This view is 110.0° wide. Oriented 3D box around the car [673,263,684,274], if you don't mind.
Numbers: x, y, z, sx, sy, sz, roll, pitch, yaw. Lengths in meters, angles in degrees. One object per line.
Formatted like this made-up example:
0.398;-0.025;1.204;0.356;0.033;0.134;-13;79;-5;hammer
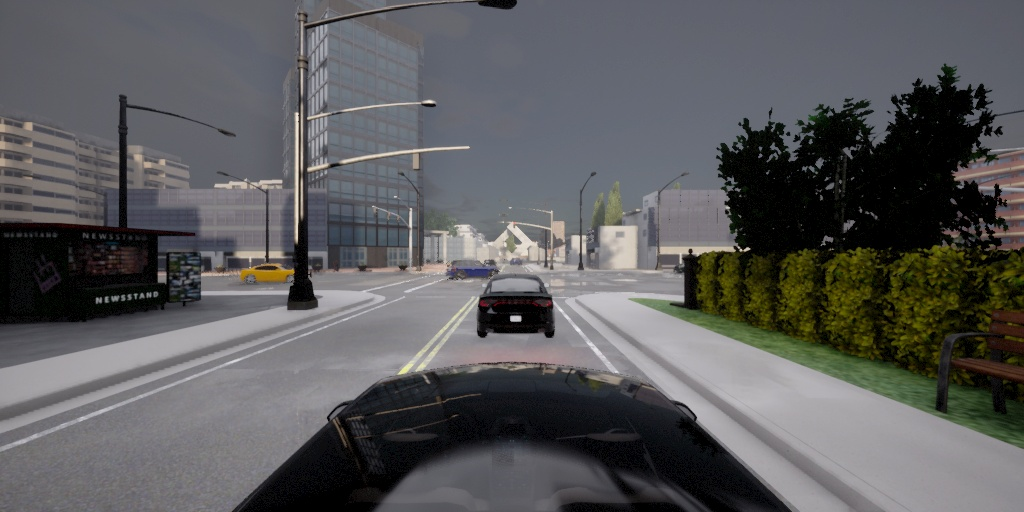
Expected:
19.977;1.057;38.806;4.553;1.767;2.097;0;0;0;car

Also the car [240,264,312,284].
-18.287;1.355;27.947;5.008;1.535;1.882;-1;0;0;car

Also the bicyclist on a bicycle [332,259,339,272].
-21.835;1.215;44.408;0.582;1.620;1.656;-1;0;0;bicyclist on a bicycle

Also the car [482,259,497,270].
-3.395;1.227;54.136;1.882;1.535;5.008;0;0;0;car

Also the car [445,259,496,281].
-3.292;1.125;30.414;4.553;1.767;2.097;0;-1;-33;car

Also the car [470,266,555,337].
0.107;1.228;10.355;1.882;1.535;5.008;0;0;1;car
